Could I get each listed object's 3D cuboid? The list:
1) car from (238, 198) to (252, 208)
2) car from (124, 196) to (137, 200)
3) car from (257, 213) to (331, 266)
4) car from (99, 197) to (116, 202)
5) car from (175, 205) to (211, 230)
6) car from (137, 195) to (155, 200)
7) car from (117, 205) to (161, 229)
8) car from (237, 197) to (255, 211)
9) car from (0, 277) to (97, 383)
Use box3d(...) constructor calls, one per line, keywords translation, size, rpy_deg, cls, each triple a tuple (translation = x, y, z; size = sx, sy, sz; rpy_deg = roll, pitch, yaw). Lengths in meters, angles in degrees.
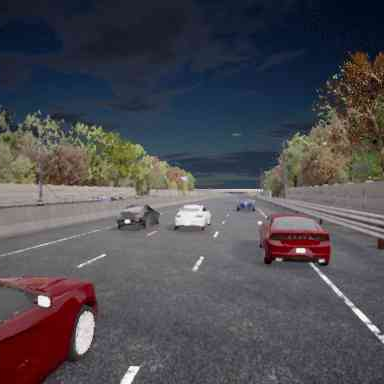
box3d(translation=(7.942, 1.588, 50.195), size=(2.033, 1.411, 5.357), rpy_deg=(0, 0, 9), cls="car")
box3d(translation=(-11.431, 1.546, 62.922), size=(2.128, 1.511, 4.902), rpy_deg=(0, 0, 9), cls="car")
box3d(translation=(3.395, 1.484, 11.698), size=(1.882, 1.535, 5.008), rpy_deg=(0, 0, 9), cls="car")
box3d(translation=(-15.325, 1.575, 60.625), size=(1.812, 1.442, 4.674), rpy_deg=(0, 0, 9), cls="car")
box3d(translation=(0.111, 1.537, 20.958), size=(1.812, 1.442, 4.674), rpy_deg=(0, 0, 9), cls="car")
box3d(translation=(-8.067, 1.407, 61.819), size=(2.097, 1.767, 4.553), rpy_deg=(0, 0, 9), cls="car")
box3d(translation=(-3.355, 1.536, 21.434), size=(1.812, 1.442, 4.674), rpy_deg=(0, 0, 9), cls="car")
box3d(translation=(6.542, 1.380, 40.370), size=(2.097, 1.767, 4.553), rpy_deg=(0, 0, 9), cls="car")
box3d(translation=(-2.588, 1.477, 3.013), size=(1.882, 1.535, 5.008), rpy_deg=(0, 0, 9), cls="car")
